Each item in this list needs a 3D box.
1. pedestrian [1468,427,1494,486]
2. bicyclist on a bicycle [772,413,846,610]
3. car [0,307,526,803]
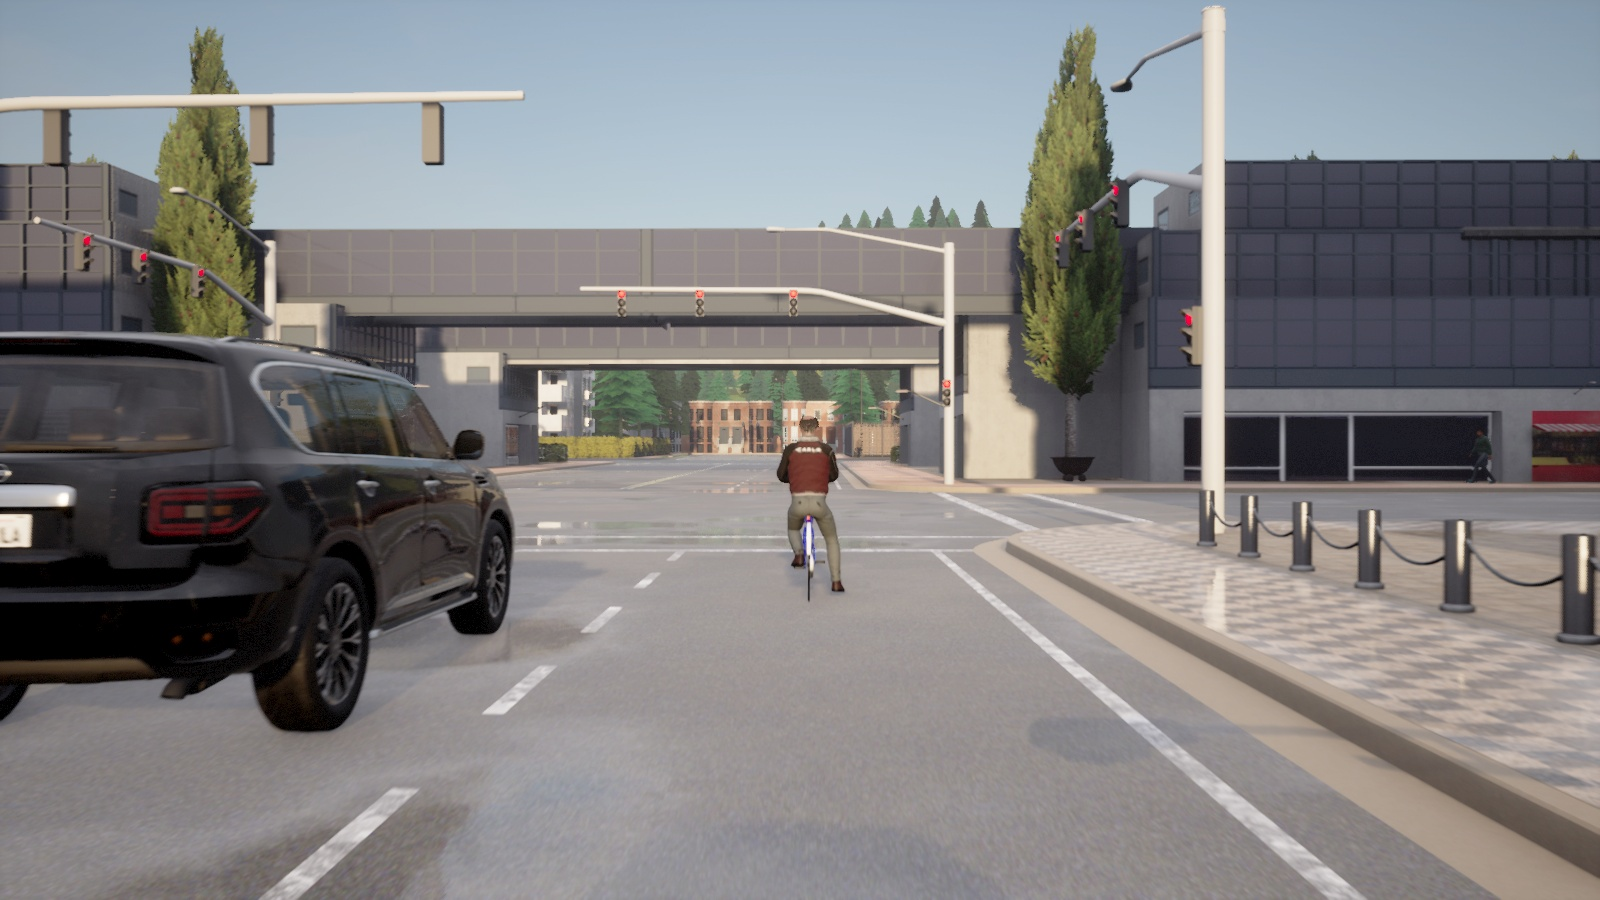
[{"bbox_3d":[21.554,0.198,39.738,0.614,1.847,0.353,0,0,-2],"label":"pedestrian"},{"bbox_3d":[0.085,0.548,12.247,0.659,1.776,1.843,0,1,0],"label":"bicyclist on a bicycle"},{"bbox_3d":[-3.439,0.418,7.968,2.150,2.045,5.566,0,0,0],"label":"car"}]
